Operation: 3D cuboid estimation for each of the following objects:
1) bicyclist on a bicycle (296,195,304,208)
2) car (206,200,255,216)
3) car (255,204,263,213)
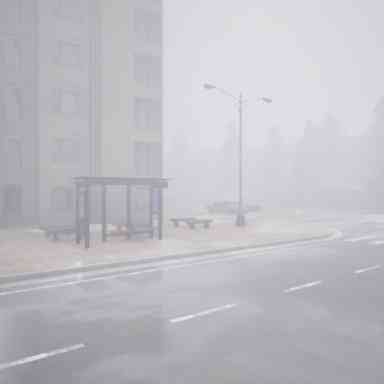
[{"bbox_3d":[13.928,1.241,42.995,1.656,1.620,0.582,0,0,-36],"label":"bicyclist on a bicycle"},{"bbox_3d":[3.505,1.543,32.574,1.895,1.301,4.718,0,0,-36],"label":"car"},{"bbox_3d":[5.388,1.543,35.880,1.895,1.301,4.718,0,0,-37],"label":"car"}]
